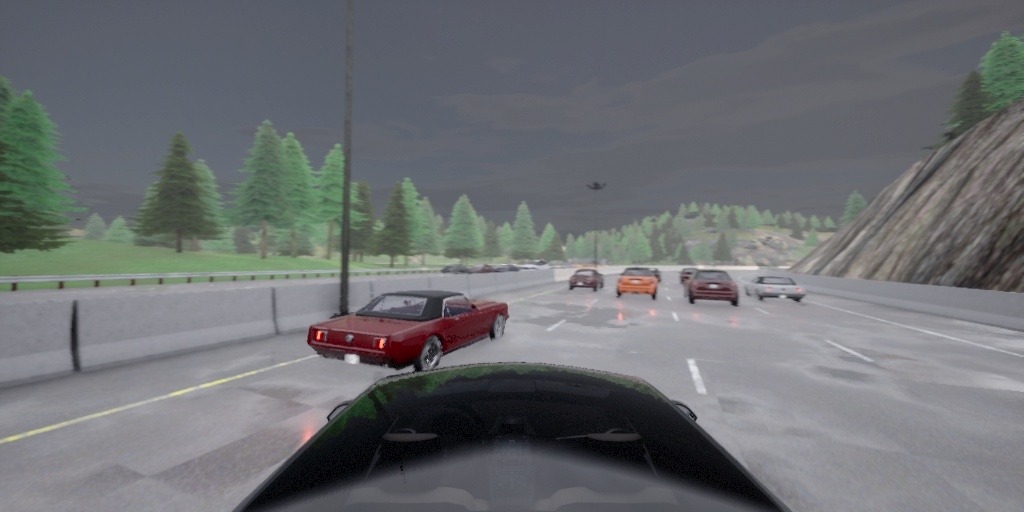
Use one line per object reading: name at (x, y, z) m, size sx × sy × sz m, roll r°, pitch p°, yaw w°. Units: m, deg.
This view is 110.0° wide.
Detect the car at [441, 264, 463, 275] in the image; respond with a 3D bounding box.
car at (-7.625, 1.744, 47.975) m, size 1.994 × 1.385 × 4.181 m, roll 1°, pitch -1°, yaw 27°

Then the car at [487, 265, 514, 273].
car at (-0.675, 1.816, 46.226) m, size 2.033 × 1.411 × 5.357 m, roll 1°, pitch -1°, yaw 27°

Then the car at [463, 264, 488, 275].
car at (-4.054, 1.753, 47.291) m, size 1.812 × 1.442 × 4.674 m, roll 1°, pitch -1°, yaw 27°

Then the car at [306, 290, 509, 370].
car at (-1.717, 1.396, 7.783) m, size 1.895 × 1.301 × 4.718 m, roll 1°, pitch -1°, yaw 22°

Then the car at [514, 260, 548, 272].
car at (2.843, 1.539, 45.427) m, size 2.150 × 2.045 × 5.566 m, roll 1°, pitch -1°, yaw 27°

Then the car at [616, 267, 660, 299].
car at (7.470, 1.452, 21.250) m, size 2.097 × 1.767 × 4.553 m, roll 1°, pitch -1°, yaw 22°

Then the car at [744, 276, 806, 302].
car at (14.623, 1.800, 20.271) m, size 1.895 × 1.301 × 4.718 m, roll 1°, pitch -1°, yaw 22°

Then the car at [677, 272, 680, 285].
car at (16.621, 1.893, 33.395) m, size 1.837 × 1.490 × 4.892 m, roll 1°, pitch 0°, yaw 25°

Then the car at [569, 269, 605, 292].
car at (5.246, 1.635, 25.069) m, size 1.812 × 1.442 × 4.674 m, roll 1°, pitch -1°, yaw 22°

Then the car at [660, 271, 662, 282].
car at (13.347, 1.843, 34.660) m, size 2.128 × 1.511 × 4.902 m, roll 1°, pitch -1°, yaw 25°

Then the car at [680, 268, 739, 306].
car at (10.195, 1.466, 18.664) m, size 2.097 × 1.767 × 4.553 m, roll 1°, pitch 0°, yaw 22°
